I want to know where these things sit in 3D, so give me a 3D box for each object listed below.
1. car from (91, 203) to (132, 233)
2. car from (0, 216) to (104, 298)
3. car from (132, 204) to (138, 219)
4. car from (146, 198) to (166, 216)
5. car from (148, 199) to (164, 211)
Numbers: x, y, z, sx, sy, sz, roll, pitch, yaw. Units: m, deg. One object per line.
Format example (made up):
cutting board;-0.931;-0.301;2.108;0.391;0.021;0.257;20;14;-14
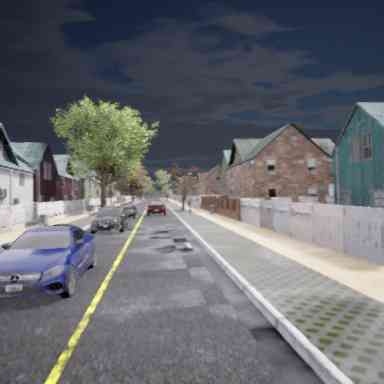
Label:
car;-5.049;1.665;20.792;1.837;1.490;4.892;-1;-1;-6
car;-3.736;1.629;8.827;1.812;1.442;4.674;-1;0;-6
car;-6.202;1.774;31.471;1.994;1.385;4.181;-1;0;-6
car;-3.685;1.637;34.725;1.882;1.535;5.008;-1;0;-6
car;-4.906;1.762;45.333;2.033;1.411;5.357;-1;0;-6
